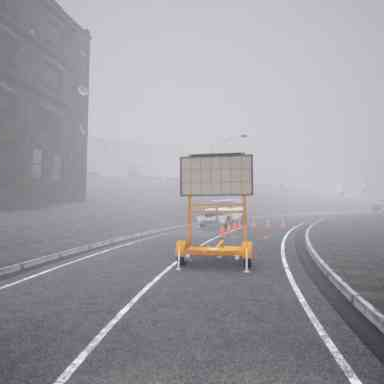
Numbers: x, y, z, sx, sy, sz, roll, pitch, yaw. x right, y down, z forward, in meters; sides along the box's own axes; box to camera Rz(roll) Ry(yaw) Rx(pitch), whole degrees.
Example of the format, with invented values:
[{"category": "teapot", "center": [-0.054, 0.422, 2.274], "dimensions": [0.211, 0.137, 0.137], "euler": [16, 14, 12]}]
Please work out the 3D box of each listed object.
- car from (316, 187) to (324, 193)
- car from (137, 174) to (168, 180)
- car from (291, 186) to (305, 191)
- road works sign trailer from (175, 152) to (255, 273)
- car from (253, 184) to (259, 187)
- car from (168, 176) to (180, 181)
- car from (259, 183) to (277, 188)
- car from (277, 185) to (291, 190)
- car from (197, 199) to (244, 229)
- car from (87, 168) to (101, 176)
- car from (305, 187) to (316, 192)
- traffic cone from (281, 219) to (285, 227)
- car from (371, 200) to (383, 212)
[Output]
[{"category": "car", "center": [32.411, -0.165, 87.331], "dimensions": [5.566, 2.045, 2.435], "euler": [5, -6, -42]}, {"category": "car", "center": [-7.137, -2.324, 56.840], "dimensions": [4.892, 1.521, 2.231], "euler": [2, -5, -33]}, {"category": "car", "center": [24.043, -0.560, 79.824], "dimensions": [4.892, 1.521, 2.231], "euler": [4, -6, -40]}, {"category": "road works sign trailer", "center": [0.841, 0.530, 11.043], "dimensions": [2.380, 3.560, 2.880], "euler": [-1, -1, 12]}, {"category": "car", "center": [11.074, -1.501, 69.396], "dimensions": [4.553, 1.767, 2.185], "euler": [3, -6, -36]}, {"category": "car", "center": [-2.503, -2.114, 59.832], "dimensions": [4.892, 1.521, 2.231], "euler": [3, -5, -33]}, {"category": "car", "center": [15.601, -1.074, 72.884], "dimensions": [4.792, 1.488, 2.163], "euler": [3, -6, -38]}, {"category": "car", "center": [19.897, -0.795, 76.338], "dimensions": [4.674, 1.452, 2.002], "euler": [4, -6, -39]}, {"category": "car", "center": [2.273, 1.540, 24.668], "dimensions": [2.150, 2.045, 5.566], "euler": [-2, -2, 25]}, {"category": "car", "center": [-16.332, -2.840, 50.931], "dimensions": [4.553, 1.767, 2.185], "euler": [2, -5, -33]}, {"category": "car", "center": [28.271, -0.376, 83.549], "dimensions": [4.553, 1.767, 2.185], "euler": [4, -6, -41]}, {"category": "traffic cone", "center": [6.252, 2.136, 22.870], "dimensions": [0.340, 0.580, 0.340], "euler": [-2, -1, 17]}, {"category": "car", "center": [32.103, 2.234, 55.155], "dimensions": [5.566, 2.045, 2.150], "euler": [1, -4, -31]}]
